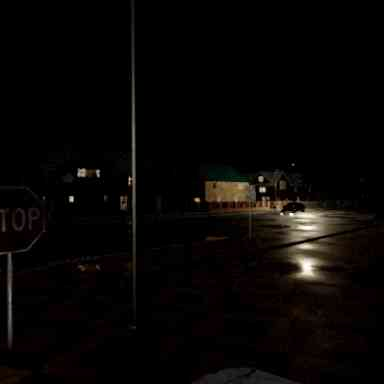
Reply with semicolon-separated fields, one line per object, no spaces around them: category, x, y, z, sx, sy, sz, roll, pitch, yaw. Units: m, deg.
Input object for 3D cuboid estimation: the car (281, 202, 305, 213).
car;14.834;2.244;48.506;1.837;1.490;4.892;-1;-2;43
